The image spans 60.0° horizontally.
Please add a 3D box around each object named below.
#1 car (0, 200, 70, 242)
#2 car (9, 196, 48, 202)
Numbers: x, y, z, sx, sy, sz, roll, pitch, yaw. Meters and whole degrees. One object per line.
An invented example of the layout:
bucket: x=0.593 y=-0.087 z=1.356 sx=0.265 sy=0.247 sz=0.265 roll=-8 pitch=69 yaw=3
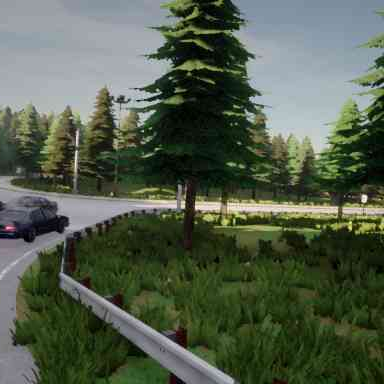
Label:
car: x=-7.597 y=1.372 z=15.551 sx=2.033 sy=1.411 sz=5.357 roll=4 pitch=1 yaw=3
car: x=-10.526 y=1.001 z=21.366 sx=2.033 sy=1.411 sz=5.357 roll=4 pitch=2 yaw=4
